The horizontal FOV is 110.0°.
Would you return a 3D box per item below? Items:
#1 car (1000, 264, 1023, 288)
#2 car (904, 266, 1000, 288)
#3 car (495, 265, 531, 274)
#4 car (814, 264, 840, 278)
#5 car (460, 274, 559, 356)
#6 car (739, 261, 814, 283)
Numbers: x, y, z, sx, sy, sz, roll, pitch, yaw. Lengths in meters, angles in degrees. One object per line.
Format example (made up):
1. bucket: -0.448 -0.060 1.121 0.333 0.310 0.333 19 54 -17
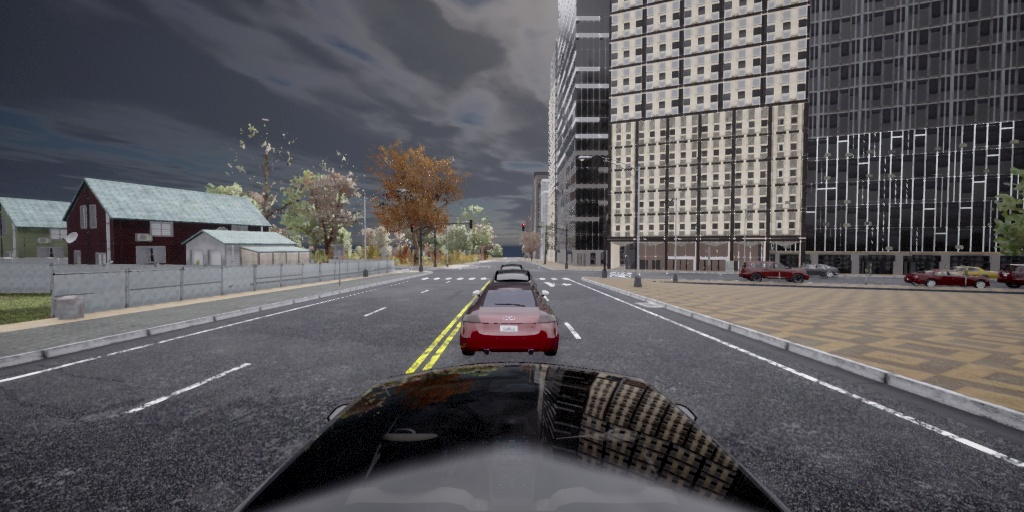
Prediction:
1. car: 38.956 1.530 25.884 5.009 1.841 2.192 0 0 20
2. car: 33.631 1.715 27.828 4.507 1.381 1.888 0 0 20
3. car: 0.030 1.251 14.027 1.837 1.490 4.892 0 0 0
4. car: 31.007 1.469 37.171 4.403 1.370 2.007 0 0 20
5. car: -0.032 1.311 8.642 1.994 1.385 4.181 0 0 1
6. car: 22.980 1.394 31.714 5.009 1.841 2.192 0 0 20
